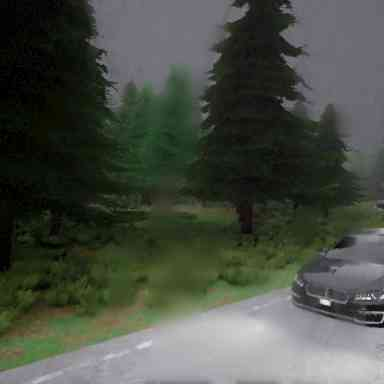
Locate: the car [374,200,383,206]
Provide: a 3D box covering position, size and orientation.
[{"bbox_3d":[25.053,1.612,41.952,1.882,1.535,5.008,4,1,-9],"label":"car"}]

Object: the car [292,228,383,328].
[{"bbox_3d":[4.066,1.590,7.083,4.892,1.490,1.837,0,-1,-40],"label":"car"}]
